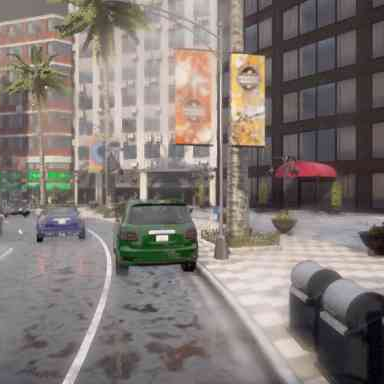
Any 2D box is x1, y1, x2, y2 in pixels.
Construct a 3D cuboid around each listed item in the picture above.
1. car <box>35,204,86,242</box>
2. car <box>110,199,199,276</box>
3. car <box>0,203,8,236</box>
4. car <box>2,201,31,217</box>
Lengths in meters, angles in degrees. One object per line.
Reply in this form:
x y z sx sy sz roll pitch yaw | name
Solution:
-6.671 1.359 16.720 2.097 1.767 4.553 0 0 -25 | car
-1.387 1.217 10.697 2.150 2.045 5.566 0 0 -14 | car
-9.864 1.475 15.284 1.882 1.535 5.008 0 0 -25 | car
-16.569 1.545 30.386 5.357 1.411 2.033 0 0 44 | car
